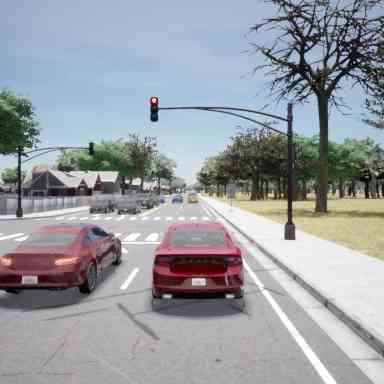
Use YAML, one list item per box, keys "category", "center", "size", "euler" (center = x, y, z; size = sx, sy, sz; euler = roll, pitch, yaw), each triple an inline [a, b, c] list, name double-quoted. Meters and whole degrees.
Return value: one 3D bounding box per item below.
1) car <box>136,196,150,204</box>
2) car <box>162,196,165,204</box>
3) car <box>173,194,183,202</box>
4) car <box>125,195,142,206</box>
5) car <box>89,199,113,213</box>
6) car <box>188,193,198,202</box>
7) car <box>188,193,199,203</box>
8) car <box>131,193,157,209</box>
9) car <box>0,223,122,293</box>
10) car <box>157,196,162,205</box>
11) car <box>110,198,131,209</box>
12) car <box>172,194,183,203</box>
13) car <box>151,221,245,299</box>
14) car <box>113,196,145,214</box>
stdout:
- category: "car"
  center: [-9.620, 1.522, 66.007]
  size: [2.033, 1.411, 5.357]
  euler: [0, 0, 0]
- category: "car"
  center: [-6.383, 1.453, 65.168]
  size: [1.882, 1.535, 5.008]
  euler: [0, 0, 1]
- category: "car"
  center: [-3.067, 1.321, 76.296]
  size: [2.097, 1.767, 4.553]
  euler: [0, 0, 0]
- category: "car"
  center: [-9.707, 1.335, 55.388]
  size: [2.097, 1.767, 4.553]
  euler: [0, 0, 0]
- category: "car"
  center: [-9.759, 1.499, 36.369]
  size: [1.837, 1.490, 4.892]
  euler: [0, 0, 0]
- category: "car"
  center: [0.183, 1.191, 76.324]
  size: [2.150, 2.045, 5.566]
  euler: [0, 0, 0]
- category: "car"
  center: [0.256, 1.452, 65.923]
  size: [1.882, 1.535, 5.008]
  euler: [0, 0, 0]
- category: "car"
  center: [-6.487, 1.213, 44.709]
  size: [2.150, 2.045, 5.566]
  euler: [0, 0, 1]
- category: "car"
  center: [-3.129, 1.525, 8.706]
  size: [1.812, 1.442, 4.674]
  euler: [0, 0, 0]
- category: "car"
  center: [-6.459, 1.489, 54.738]
  size: [1.837, 1.490, 4.892]
  euler: [0, 0, 0]
- category: "car"
  center: [-9.736, 1.516, 45.502]
  size: [1.812, 1.442, 4.674]
  euler: [0, 0, 1]
- category: "car"
  center: [-2.989, 1.500, 66.330]
  size: [1.812, 1.442, 4.674]
  euler: [0, 0, 0]
- category: "car"
  center: [0.118, 1.477, 8.495]
  size: [1.882, 1.535, 5.008]
  euler: [0, 0, 0]
- category: "car"
  center: [-6.513, 1.499, 34.858]
  size: [1.837, 1.490, 4.892]
  euler: [0, 0, 0]
